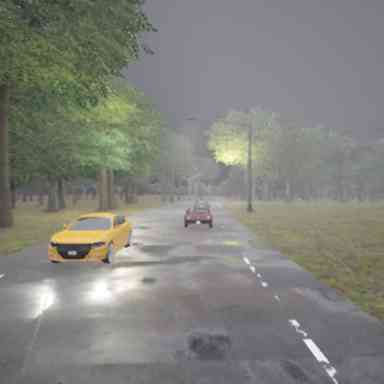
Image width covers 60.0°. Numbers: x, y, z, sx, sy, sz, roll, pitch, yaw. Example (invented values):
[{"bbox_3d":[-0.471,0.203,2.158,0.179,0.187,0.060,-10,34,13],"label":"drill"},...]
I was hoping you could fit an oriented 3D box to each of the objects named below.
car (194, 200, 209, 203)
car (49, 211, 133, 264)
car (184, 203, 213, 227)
[{"bbox_3d":[1.207,1.663,41.735,1.994,1.385,4.181,0,0,3],"label":"car"},{"bbox_3d":[-3.471,1.527,12.263,1.882,1.535,5.008,0,0,1],"label":"car"},{"bbox_3d":[0.471,1.674,23.507,1.895,1.301,4.718,0,0,2],"label":"car"}]
